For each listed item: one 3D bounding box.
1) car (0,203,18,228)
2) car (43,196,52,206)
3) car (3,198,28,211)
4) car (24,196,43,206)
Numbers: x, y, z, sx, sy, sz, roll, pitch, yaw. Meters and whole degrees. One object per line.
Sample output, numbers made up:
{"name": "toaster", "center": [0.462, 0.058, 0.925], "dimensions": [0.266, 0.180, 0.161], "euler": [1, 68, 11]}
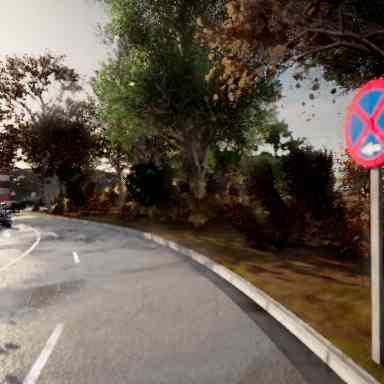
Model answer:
{"name": "car", "center": [-13.663, 1.701, 22.804], "dimensions": [2.033, 1.411, 5.357], "euler": [-1, 0, -36]}
{"name": "car", "center": [-25.195, 1.799, 62.162], "dimensions": [2.150, 2.045, 5.566], "euler": [0, 0, -1]}
{"name": "car", "center": [-24.649, 1.943, 45.489], "dimensions": [2.128, 1.511, 4.902], "euler": [-1, 0, -11]}
{"name": "car", "center": [-32.959, 1.905, 67.333], "dimensions": [5.566, 2.045, 2.435], "euler": [-1, 0, -1]}
